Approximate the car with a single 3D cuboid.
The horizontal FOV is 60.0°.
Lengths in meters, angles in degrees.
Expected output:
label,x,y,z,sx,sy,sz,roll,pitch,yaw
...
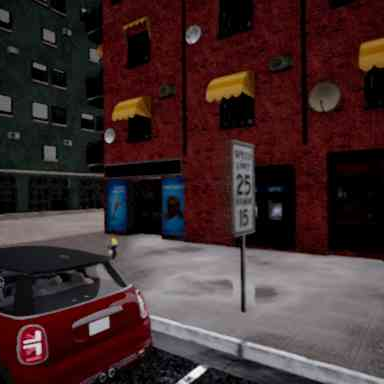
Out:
label,x,y,z,sx,sy,sz,roll,pitch,yaw
car,-2.579,1.487,4.715,4.097,1.590,1.967,-1,-1,35
